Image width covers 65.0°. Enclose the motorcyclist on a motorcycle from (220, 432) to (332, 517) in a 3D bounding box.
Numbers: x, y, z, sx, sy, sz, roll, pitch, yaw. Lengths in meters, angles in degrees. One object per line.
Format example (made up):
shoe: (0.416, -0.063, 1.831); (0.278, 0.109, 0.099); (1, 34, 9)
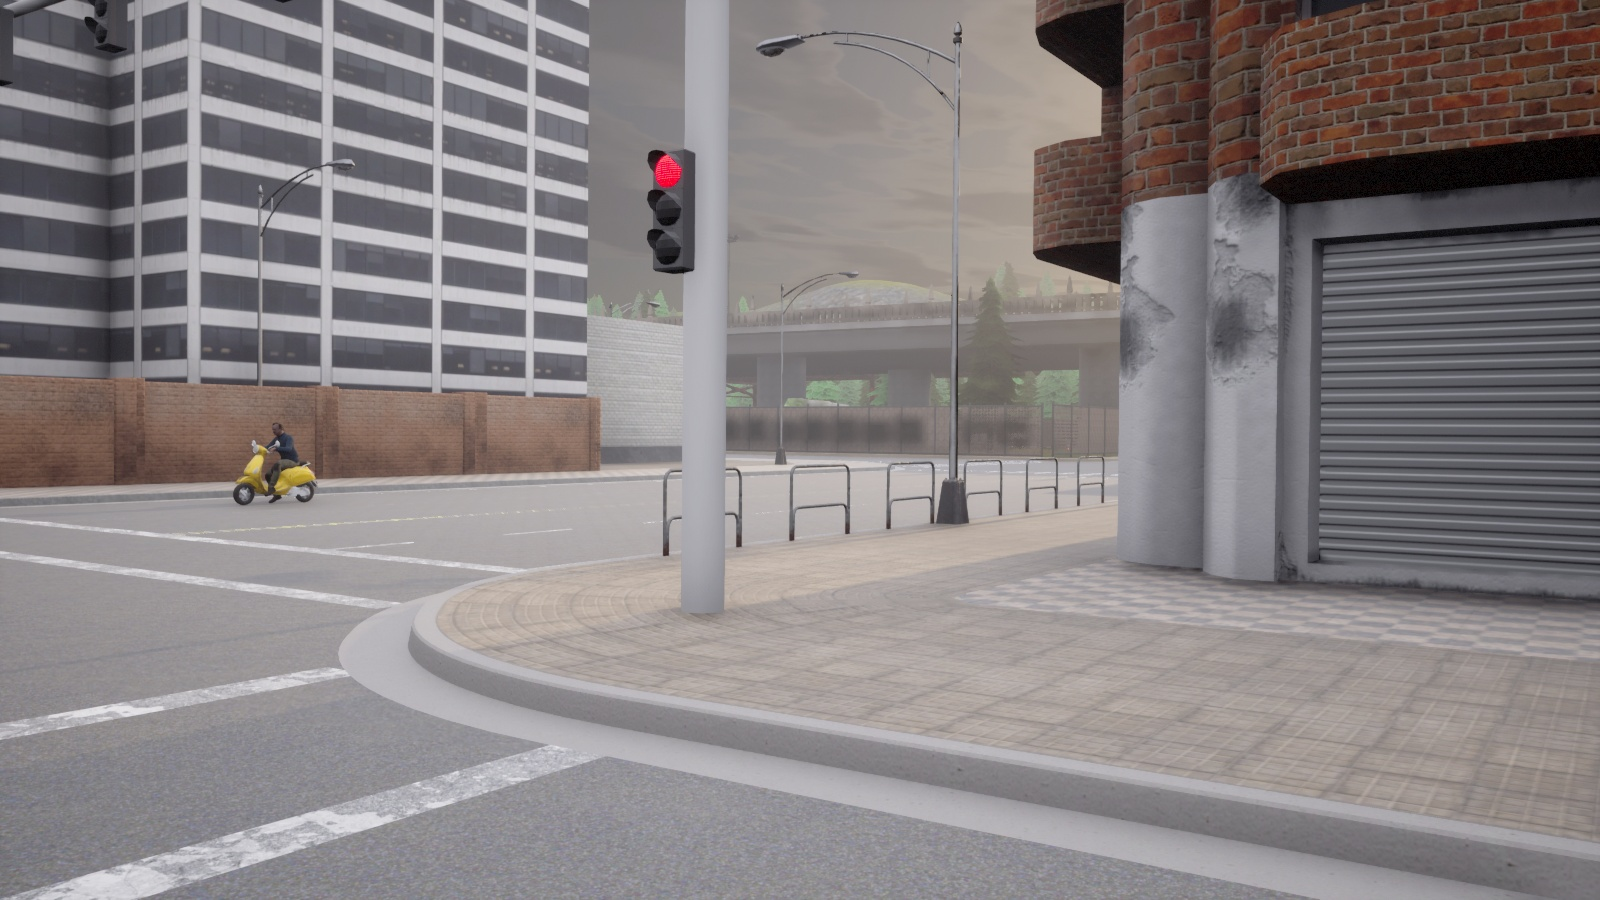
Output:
motorcyclist on a motorcycle: (-10.189, 0.443, 24.478); (0.866, 1.590, 1.817); (0, 1, 33)
